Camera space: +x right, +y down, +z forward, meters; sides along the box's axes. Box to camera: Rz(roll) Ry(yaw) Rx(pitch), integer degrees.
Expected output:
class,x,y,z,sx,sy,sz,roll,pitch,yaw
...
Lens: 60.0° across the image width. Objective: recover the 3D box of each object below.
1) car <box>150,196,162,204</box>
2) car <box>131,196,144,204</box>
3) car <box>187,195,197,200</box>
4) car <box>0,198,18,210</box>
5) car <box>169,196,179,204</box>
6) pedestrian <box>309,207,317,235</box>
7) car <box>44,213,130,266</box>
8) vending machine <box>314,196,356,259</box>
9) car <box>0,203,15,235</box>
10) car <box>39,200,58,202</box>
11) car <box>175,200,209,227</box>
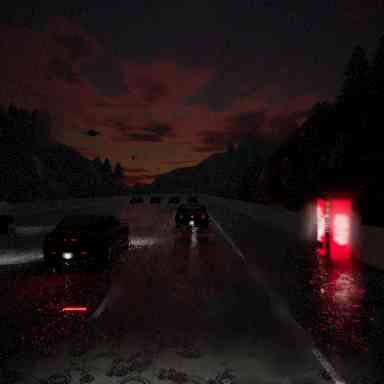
class,x,y,z,sx,sy,sz,roll,pitch,yaw
car,-6.909,1.478,63.770,1.837,1.490,4.892,0,0,0
car,-10.411,1.454,63.284,2.128,1.511,4.902,0,0,0
car,-0.009,1.362,66.954,1.994,1.385,4.181,0,0,0
car,-24.539,1.468,42.314,2.033,1.411,5.357,0,0,1
car,-3.411,1.489,64.053,1.837,1.490,4.892,0,0,0
pedestrian,4.702,1.071,12.781,0.500,1.100,0.500,0,0,0
car,-3.404,1.494,11.543,1.837,1.490,4.892,0,0,0
vending machine,5.003,1.210,11.732,1.100,2.100,0.880,0,0,0
car,-10.397,1.444,15.755,1.882,1.535,5.008,0,0,0
car,-21.035,1.410,47.955,1.882,1.535,5.008,0,0,0
car,0.004,1.409,20.659,1.895,1.301,4.718,0,0,0
